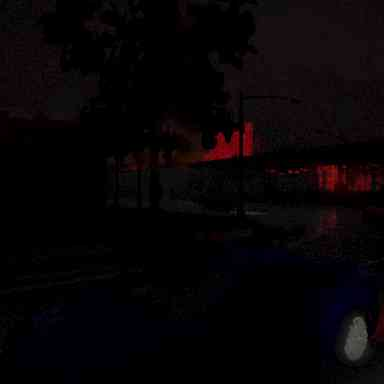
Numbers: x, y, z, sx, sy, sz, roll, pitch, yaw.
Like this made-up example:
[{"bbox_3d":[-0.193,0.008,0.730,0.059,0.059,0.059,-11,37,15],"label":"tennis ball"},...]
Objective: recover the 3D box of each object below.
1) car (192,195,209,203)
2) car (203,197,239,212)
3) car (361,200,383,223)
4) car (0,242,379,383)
[{"bbox_3d":[1.947,1.352,67.405,2.097,1.767,4.553,0,0,-34],"label":"car"},{"bbox_3d":[3.716,1.601,39.390,1.895,1.301,4.718,0,0,-34],"label":"car"},{"bbox_3d":[14.513,1.350,23.319,2.097,1.767,4.553,0,0,-34],"label":"car"},{"bbox_3d":[0.419,1.477,4.250,5.008,1.535,1.882,0,0,-35],"label":"car"}]
